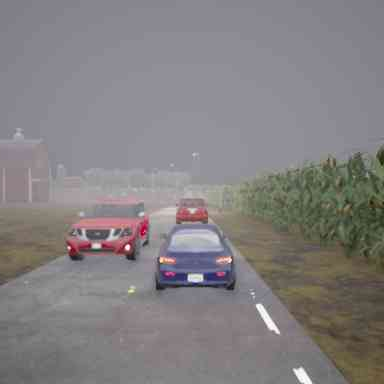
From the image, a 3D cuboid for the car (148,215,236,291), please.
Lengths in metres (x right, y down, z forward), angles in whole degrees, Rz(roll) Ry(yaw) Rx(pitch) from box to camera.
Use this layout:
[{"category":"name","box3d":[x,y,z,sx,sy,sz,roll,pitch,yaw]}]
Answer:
[{"category":"car","box3d":[0.073,1.577,9.000,1.812,1.442,4.674,0,0,0]}]

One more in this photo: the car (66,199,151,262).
[{"category":"car","box3d":[-2.901,1.295,12.838,2.150,2.045,5.566,0,0,0]}]

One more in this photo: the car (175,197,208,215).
[{"category":"car","box3d":[-0.008,1.387,23.866,2.150,2.045,5.566,0,0,-1]}]
